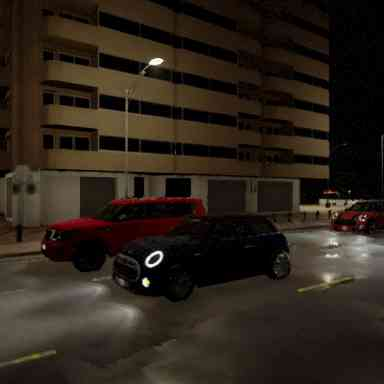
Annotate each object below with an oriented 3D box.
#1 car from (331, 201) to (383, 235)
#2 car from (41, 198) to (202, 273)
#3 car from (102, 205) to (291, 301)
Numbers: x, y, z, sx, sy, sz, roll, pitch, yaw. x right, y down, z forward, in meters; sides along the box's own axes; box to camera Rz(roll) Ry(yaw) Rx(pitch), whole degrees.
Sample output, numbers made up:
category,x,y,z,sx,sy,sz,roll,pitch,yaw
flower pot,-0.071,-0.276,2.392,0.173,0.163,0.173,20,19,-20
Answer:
category,x,y,z,sx,sy,sz,roll,pitch,yaw
car,10.019,1.351,19.004,4.553,1.767,2.097,0,0,-33
car,-1.942,1.221,11.091,5.566,2.045,2.150,0,0,-34
car,0.360,1.351,8.418,4.553,1.767,2.097,0,0,-34
